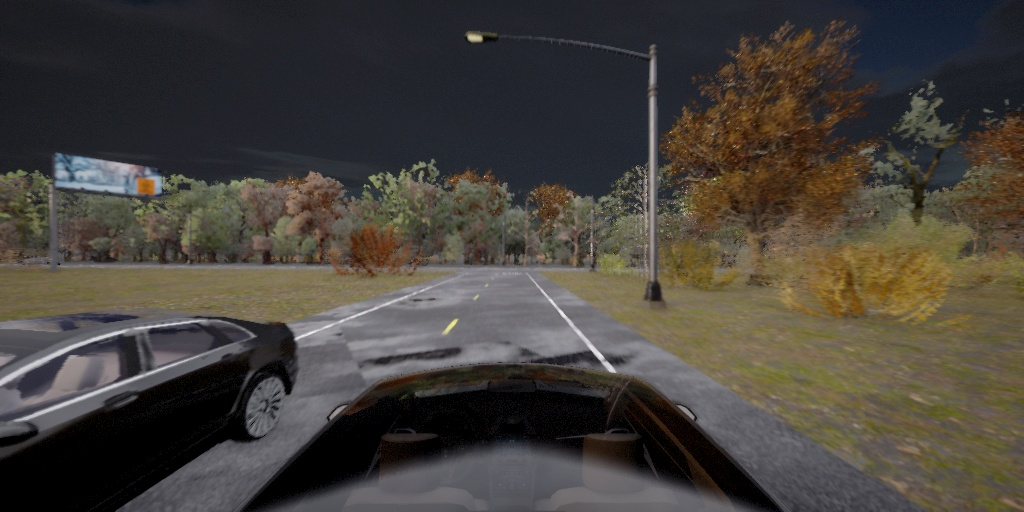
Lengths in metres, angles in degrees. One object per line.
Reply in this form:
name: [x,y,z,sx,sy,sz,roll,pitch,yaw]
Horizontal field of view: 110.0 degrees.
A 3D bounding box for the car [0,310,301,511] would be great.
car: [-3.598,1.242,2.545,2.128,1.511,4.902,0,0,0]
